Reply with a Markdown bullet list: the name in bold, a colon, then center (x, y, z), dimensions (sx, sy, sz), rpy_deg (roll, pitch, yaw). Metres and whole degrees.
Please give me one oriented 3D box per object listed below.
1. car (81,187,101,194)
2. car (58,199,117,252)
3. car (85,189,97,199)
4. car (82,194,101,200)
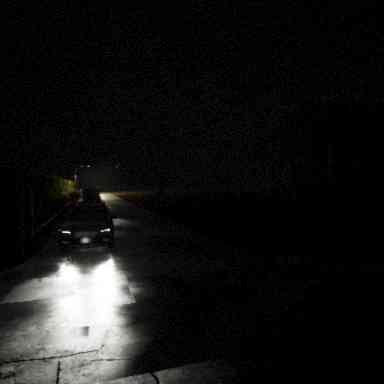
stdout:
- **car**: center (-12.723, 0.422, 42.041), dimensions (2.150, 2.045, 5.566), rpy_deg (-2, 2, -17)
- **car**: center (-4.084, 1.281, 13.236), dimensions (2.128, 1.511, 4.902), rpy_deg (-1, 1, -14)
- **car**: center (-18.185, 0.292, 59.904), dimensions (1.837, 1.490, 4.892), rpy_deg (-2, 4, -17)
- **car**: center (-7.651, 1.132, 25.477), dimensions (1.994, 1.385, 4.181), rpy_deg (-2, 2, -17)
